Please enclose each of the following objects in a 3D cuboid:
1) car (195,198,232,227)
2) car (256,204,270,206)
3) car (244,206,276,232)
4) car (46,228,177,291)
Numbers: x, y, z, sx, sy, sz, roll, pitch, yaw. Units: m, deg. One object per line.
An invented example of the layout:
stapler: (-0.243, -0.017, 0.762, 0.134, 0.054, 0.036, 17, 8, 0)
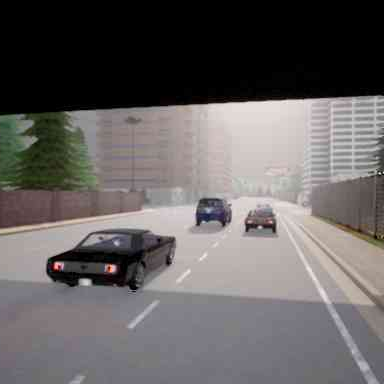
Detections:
car: (1.733, 1.443, 25.341, 2.150, 2.045, 5.566, 0, 0, 13)
car: (7.125, 1.867, 33.297, 2.033, 1.411, 5.357, 0, 0, 13)
car: (4.492, 1.808, 21.686, 1.895, 1.301, 4.718, 0, -1, 13)
car: (-1.829, 1.668, 9.310, 1.895, 1.301, 4.718, 0, -1, 12)
